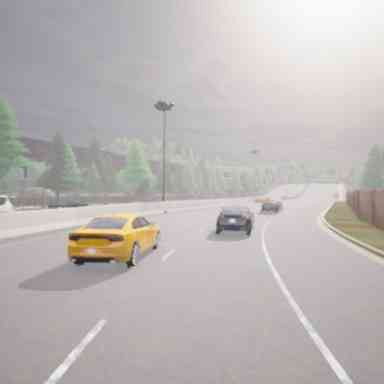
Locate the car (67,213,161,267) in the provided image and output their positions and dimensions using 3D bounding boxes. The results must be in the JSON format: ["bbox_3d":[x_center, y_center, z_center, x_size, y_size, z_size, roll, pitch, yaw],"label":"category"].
[{"bbox_3d":[-2.442,1.472,11.576,1.882,1.535,5.008,0,0,7],"label":"car"}]

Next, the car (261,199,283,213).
[{"bbox_3d":[9.292,1.583,38.451,2.128,1.511,4.902,0,0,24],"label":"car"}]

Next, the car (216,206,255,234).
[{"bbox_3d":[2.605,1.537,19.554,2.163,1.488,4.792,0,0,13],"label":"car"}]

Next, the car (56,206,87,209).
[{"bbox_3d":[-14.008,1.542,37.445,1.895,1.301,4.718,0,0,21],"label":"car"}]
